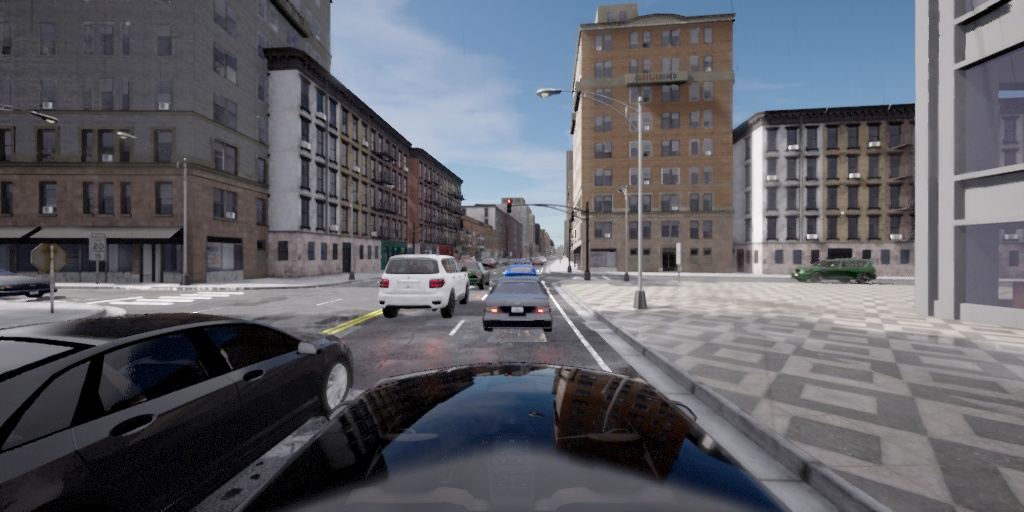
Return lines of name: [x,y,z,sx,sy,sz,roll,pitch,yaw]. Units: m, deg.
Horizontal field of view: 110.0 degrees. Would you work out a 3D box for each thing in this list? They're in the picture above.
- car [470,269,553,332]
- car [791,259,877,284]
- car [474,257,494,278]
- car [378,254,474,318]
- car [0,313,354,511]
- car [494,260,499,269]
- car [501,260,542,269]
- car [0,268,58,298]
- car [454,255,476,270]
car: [0.202,1.292,10.821,2.033,1.411,5.357,0,0,2]
car: [26.589,1.265,29.688,5.566,2.045,2.150,1,0,8]
car: [-2.597,1.094,22.616,2.097,1.767,4.553,0,0,3]
car: [-2.946,0.967,13.070,2.150,2.045,5.566,0,0,1]
car: [-3.114,1.251,3.064,1.837,1.490,4.892,0,-1,0]
car: [-3.725,1.048,53.091,2.097,1.767,4.553,0,0,6]
car: [0.564,1.220,20.638,1.882,1.535,5.008,0,0,2]
car: [-22.640,1.131,14.961,5.357,1.411,2.033,1,0,-1]
car: [-6.927,0.916,53.867,2.150,2.045,5.566,0,0,4]
